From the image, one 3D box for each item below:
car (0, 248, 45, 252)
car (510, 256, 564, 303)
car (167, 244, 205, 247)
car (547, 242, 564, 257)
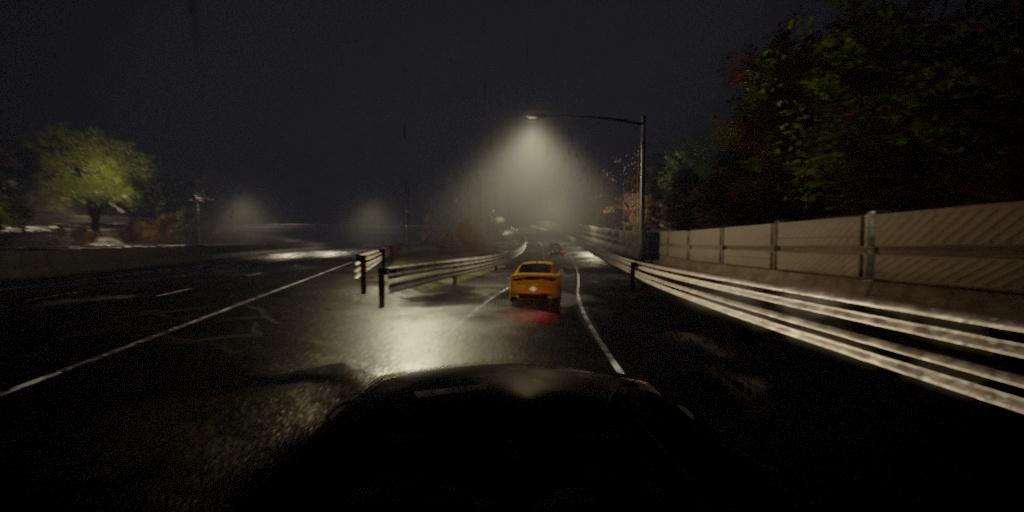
[{"bbox_3d":[-31.724,0.237,23.144,1.812,1.442,4.674,-1,3,-15],"label":"car"},{"bbox_3d":[1.119,0.948,15.011,1.882,1.535,5.008,0,1,9],"label":"car"},{"bbox_3d":[-36.872,-0.605,41.549,1.882,1.535,5.008,-1,2,-15],"label":"car"},{"bbox_3d":[6.154,-0.701,49.536,2.033,1.411,5.357,0,5,5],"label":"car"}]
